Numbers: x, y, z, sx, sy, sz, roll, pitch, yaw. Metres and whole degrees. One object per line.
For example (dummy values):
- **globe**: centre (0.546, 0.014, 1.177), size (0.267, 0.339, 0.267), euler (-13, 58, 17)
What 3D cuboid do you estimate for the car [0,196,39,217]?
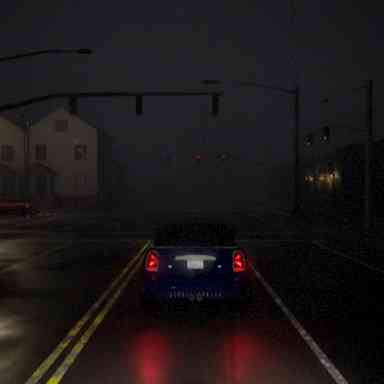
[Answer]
- **car**: centre (-15.792, 1.222, 28.757), size (4.553, 1.767, 2.097), euler (0, 0, 2)

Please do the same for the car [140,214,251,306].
- **car**: centre (0.081, 1.315, 8.110), size (2.097, 1.767, 4.553), euler (0, 0, 0)
